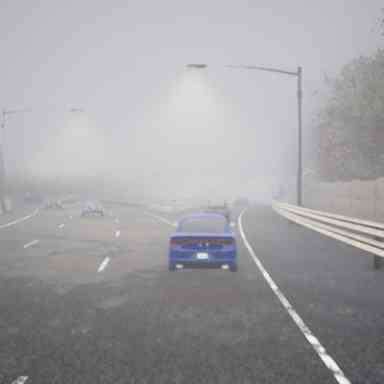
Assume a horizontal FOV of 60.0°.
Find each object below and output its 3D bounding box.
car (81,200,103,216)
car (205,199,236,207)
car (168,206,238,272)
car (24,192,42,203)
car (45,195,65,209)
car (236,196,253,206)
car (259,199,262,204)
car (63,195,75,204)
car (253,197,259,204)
[{"bbox_3d":[-9.265,1.419,30.884,2.033,1.411,5.357,0,0,-18],"label":"car"},{"bbox_3d":[1.921,1.389,24.527,2.128,1.511,4.902,0,0,8],"label":"car"},{"bbox_3d":[0.398,1.432,10.758,1.882,1.535,5.008,0,0,3],"label":"car"},{"bbox_3d":[-28.984,0.972,60.582,2.150,2.045,5.566,0,0,-37],"label":"car"},{"bbox_3d":[-17.177,1.431,41.153,1.895,1.301,4.718,0,0,-25],"label":"car"},{"bbox_3d":[7.783,1.361,51.853,2.033,1.411,5.357,0,0,15],"label":"car"},{"bbox_3d":[16.399,2.473,82.572,2.128,1.511,4.902,0,-4,17],"label":"car"},{"bbox_3d":[-20.645,1.266,54.663,2.128,1.511,4.902,0,0,-32],"label":"car"},{"bbox_3d":[11.895,1.734,66.920,1.895,1.301,4.718,0,-2,16],"label":"car"}]
